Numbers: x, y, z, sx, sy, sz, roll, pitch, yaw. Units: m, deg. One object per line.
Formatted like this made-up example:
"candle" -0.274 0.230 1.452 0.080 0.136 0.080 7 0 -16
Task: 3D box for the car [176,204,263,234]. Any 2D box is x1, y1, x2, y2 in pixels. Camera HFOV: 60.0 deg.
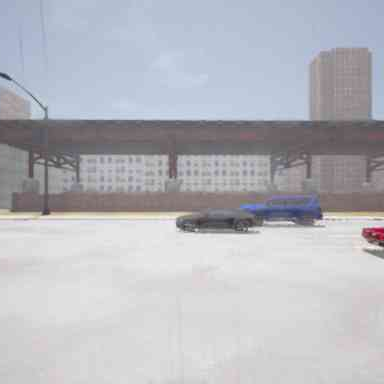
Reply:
"car" 1.402 1.550 18.974 4.674 1.442 1.812 0 0 0

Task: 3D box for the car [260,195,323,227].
"car" 5.901 1.250 22.446 5.566 2.045 2.150 0 0 1

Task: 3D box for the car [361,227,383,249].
"car" 8.907 1.616 11.983 4.718 1.301 1.895 0 0 4
